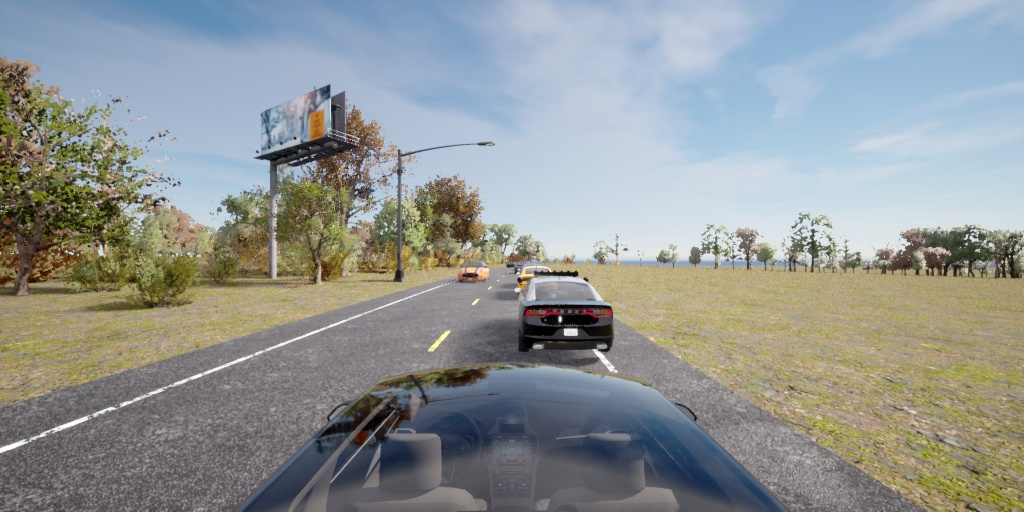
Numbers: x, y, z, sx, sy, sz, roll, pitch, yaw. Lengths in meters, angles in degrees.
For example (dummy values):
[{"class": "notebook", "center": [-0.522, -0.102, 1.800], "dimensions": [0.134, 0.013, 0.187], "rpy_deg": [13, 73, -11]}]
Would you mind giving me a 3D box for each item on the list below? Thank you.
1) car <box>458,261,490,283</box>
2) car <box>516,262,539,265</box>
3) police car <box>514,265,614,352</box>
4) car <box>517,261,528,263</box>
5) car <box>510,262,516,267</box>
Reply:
[{"class": "car", "center": [-3.056, 1.196, 29.318], "dimensions": [2.097, 1.767, 4.553], "rpy_deg": [0, 0, 2]}, {"class": "car", "center": [1.263, 1.267, 18.934], "dimensions": [1.882, 1.535, 5.008], "rpy_deg": [0, 0, 1]}, {"class": "police car", "center": [1.093, 1.184, 9.079], "dimensions": [1.930, 1.638, 5.238], "rpy_deg": [0, 0, 1]}, {"class": "car", "center": [1.425, 1.295, 24.912], "dimensions": [1.882, 1.535, 5.008], "rpy_deg": [0, 0, 2]}, {"class": "car", "center": [1.333, 1.466, 45.947], "dimensions": [2.128, 1.511, 4.902], "rpy_deg": [0, 0, 4]}]
